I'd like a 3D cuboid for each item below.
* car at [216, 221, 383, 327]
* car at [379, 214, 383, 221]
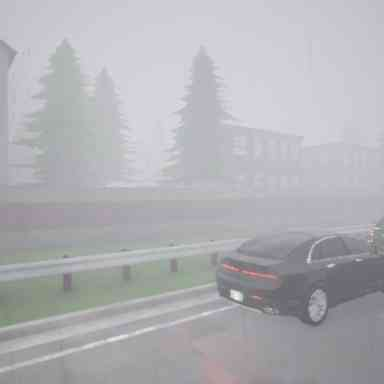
[{"bbox_3d":[2.725,1.541,7.177,4.892,1.490,1.837,0,0,-36],"label":"car"},{"bbox_3d":[7.540,1.394,10.708,4.553,1.767,2.097,0,0,-36],"label":"car"}]
